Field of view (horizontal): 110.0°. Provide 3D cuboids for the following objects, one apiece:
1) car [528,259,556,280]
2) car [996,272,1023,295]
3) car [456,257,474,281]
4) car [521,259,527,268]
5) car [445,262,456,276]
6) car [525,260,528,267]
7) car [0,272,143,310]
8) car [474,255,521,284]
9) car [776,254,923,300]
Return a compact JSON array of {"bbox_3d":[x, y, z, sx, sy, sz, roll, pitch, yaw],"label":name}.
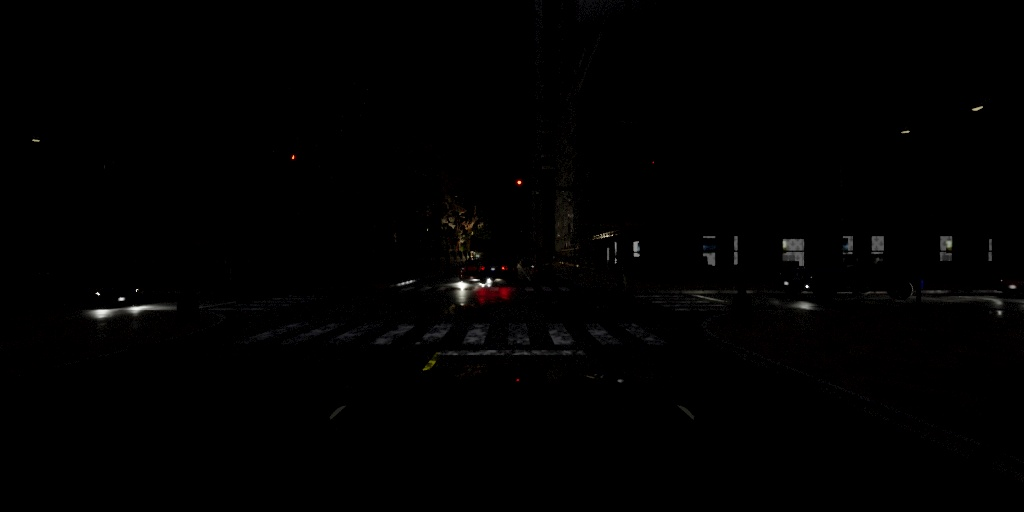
[{"bbox_3d":[2.671,1.191,30.826,1.967,1.591,4.097,0,0,0],"label":"car"},{"bbox_3d":[25.777,1.164,16.656,4.902,1.511,2.128,0,0,1],"label":"car"},{"bbox_3d":[-3.119,1.104,29.998,2.097,1.767,4.553,0,0,0],"label":"car"},{"bbox_3d":[2.652,1.315,59.232,1.948,1.339,4.313,0,0,0],"label":"car"},{"bbox_3d":[-5.714,1.297,36.499,1.888,1.381,4.507,0,0,0],"label":"car"},{"bbox_3d":[2.667,1.318,36.507,1.948,1.339,4.313,0,0,0],"label":"car"},{"bbox_3d":[-18.224,1.340,14.351,5.357,1.411,2.033,0,0,1],"label":"car"},{"bbox_3d":[-0.902,0.973,26.787,2.150,2.045,5.566,0,0,8],"label":"car"},{"bbox_3d":[15.702,0.925,16.863,5.566,2.045,2.150,0,0,1],"label":"car"}]
